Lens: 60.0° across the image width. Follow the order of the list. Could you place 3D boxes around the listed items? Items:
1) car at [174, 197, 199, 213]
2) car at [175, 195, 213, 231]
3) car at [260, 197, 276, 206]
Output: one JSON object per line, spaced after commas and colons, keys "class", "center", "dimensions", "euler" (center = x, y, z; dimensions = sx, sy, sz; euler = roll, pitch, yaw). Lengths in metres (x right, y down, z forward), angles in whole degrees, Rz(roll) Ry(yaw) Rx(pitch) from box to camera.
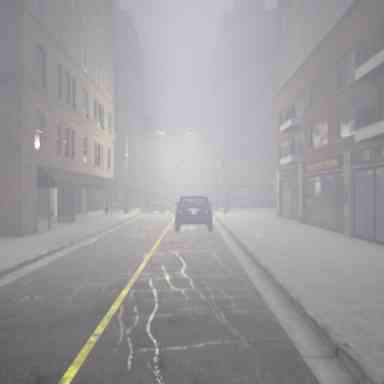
{"class": "car", "center": [-0.714, 1.409, 37.883], "dimensions": [1.882, 1.535, 5.008], "euler": [0, 0, -12]}
{"class": "car", "center": [0.106, 1.188, 20.417], "dimensions": [2.150, 2.045, 5.566], "euler": [0, 0, 0]}
{"class": "car", "center": [12.149, 1.349, 48.322], "dimensions": [4.507, 1.381, 1.887], "euler": [-1, 0, 0]}
